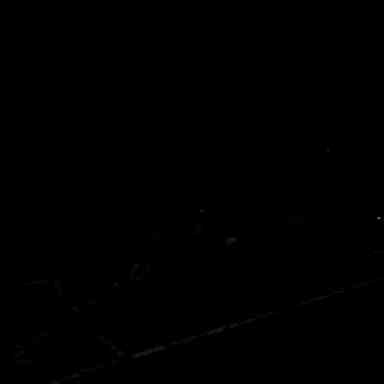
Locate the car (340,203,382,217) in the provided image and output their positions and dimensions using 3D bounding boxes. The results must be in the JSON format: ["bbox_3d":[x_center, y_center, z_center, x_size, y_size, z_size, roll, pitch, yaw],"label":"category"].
[{"bbox_3d":[16.724,1.859,33.950,2.033,1.411,5.357,0,-1,-35],"label":"car"}]

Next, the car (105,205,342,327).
[{"bbox_3d":[0.757,1.311,7.188,5.009,1.841,2.192,0,0,-35],"label":"car"}]

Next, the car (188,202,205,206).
[{"bbox_3d":[0.973,2.399,56.266,1.994,1.385,4.181,0,-1,-35],"label":"car"}]

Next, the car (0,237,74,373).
[{"bbox_3d":[-3.711,1.441,4.001,4.097,1.590,1.967,0,0,-35],"label":"car"}]
